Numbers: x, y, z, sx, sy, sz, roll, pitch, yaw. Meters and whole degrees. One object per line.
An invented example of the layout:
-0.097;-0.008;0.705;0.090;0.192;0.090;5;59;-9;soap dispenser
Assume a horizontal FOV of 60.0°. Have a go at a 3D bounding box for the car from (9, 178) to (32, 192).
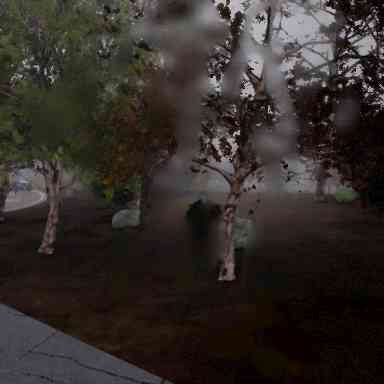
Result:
-19.669;-0.851;38.246;1.812;1.442;4.674;3;4;-37;car
